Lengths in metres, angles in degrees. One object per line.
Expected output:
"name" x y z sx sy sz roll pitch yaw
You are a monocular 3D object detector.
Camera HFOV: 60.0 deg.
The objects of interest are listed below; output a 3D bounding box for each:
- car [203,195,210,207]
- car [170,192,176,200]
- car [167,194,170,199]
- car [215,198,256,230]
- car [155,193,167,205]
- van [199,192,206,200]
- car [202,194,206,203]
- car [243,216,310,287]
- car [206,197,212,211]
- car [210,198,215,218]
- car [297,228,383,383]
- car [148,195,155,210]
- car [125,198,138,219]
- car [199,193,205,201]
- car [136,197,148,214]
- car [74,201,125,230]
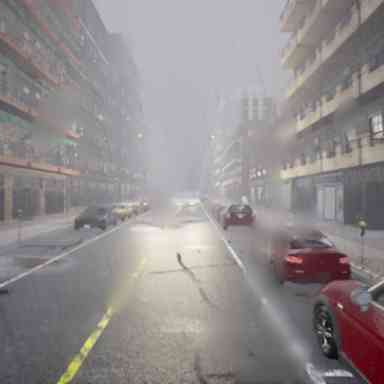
"car" 2.657 1.408 37.255 2.008 1.369 4.403 1 0 0
"car" -5.775 1.101 82.678 1.967 1.590 4.097 1 0 0
"car" -5.746 1.076 59.992 2.192 1.841 5.009 1 0 0
"car" 2.678 1.364 20.241 1.967 1.590 4.097 1 0 0
"car" -5.744 1.336 54.323 2.008 1.369 4.403 1 0 0
"van" 2.573 1.003 82.618 1.690 1.788 3.998 1 0 0
"car" 2.650 1.379 42.925 1.887 1.381 4.507 1 0 0
"car" 2.691 1.549 8.903 1.802 1.307 4.206 1 0 0
"car" 2.663 1.431 31.584 2.008 1.369 4.403 1 0 0
"car" 2.670 1.447 25.913 1.887 1.381 4.507 1 0 0
"car" 2.698 1.428 3.230 1.967 1.590 4.097 1 0 0
"car" -5.722 1.296 37.310 1.967 1.590 4.097 1 0 0
"car" -5.710 1.427 25.798 1.752 1.417 4.829 1 0 0
"car" 2.630 1.307 59.937 1.887 1.381 4.507 1 0 0
"car" -5.717 1.430 31.639 2.008 1.369 4.403 1 0 0
"car" -5.704 1.489 20.298 1.947 1.339 4.313 1 0 0
